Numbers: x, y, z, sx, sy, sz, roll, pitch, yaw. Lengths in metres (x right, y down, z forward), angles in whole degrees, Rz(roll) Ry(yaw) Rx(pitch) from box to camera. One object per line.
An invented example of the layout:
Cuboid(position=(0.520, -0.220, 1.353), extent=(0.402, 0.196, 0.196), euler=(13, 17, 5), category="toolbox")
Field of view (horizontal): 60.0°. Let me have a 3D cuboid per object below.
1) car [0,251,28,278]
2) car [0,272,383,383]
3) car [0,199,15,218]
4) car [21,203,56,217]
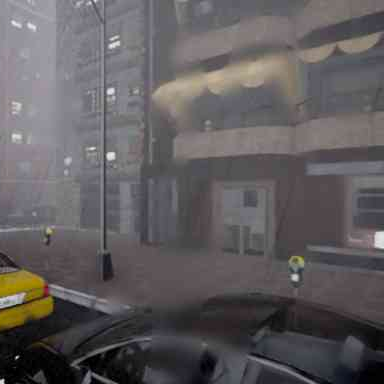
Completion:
Cuboid(position=(-4.488, 1.523, 6.070), extent=(4.829, 1.417, 1.752), euler=(0, 0, 35), category="car")
Cuboid(position=(0.236, 1.565, 2.704), extent=(4.313, 1.339, 1.947), euler=(0, 0, 35), category="car")
Cuboid(position=(-19.407, 1.580, 31.351), extent=(2.192, 1.841, 5.009), euler=(-1, -2, 35), category="car")
Cuboid(position=(-16.117, 1.912, 35.994), extent=(1.887, 1.381, 4.507), euler=(-1, -2, 35), category="car")
